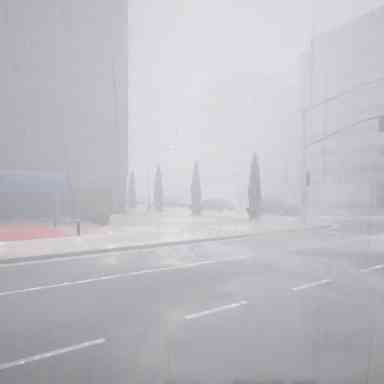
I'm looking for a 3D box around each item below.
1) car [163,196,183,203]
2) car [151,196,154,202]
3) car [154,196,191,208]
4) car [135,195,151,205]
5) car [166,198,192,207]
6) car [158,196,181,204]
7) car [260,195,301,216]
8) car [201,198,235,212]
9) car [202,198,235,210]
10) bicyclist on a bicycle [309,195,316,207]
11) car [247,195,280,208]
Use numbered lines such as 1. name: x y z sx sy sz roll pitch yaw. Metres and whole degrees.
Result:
1. car: -3.967 1.601 68.432 1.895 1.301 4.718 0 0 -35
2. car: -9.676 1.384 70.378 1.882 1.535 5.008 0 0 -35
3. car: -2.904 1.547 48.197 2.033 1.411 5.357 0 0 -35
4. car: -9.441 1.526 57.689 1.812 1.442 4.674 0 1 -34
5. car: -2.179 1.601 53.302 1.895 1.301 4.718 0 0 -35
6. car: -4.210 1.491 62.608 2.128 1.511 4.902 0 0 -34
7. car: 8.219 1.352 32.185 2.097 1.767 4.553 0 0 -35
8. car: 3.026 1.491 39.661 2.128 1.511 4.902 0 0 -35
9. car: 3.539 1.526 45.059 1.812 1.442 4.674 0 0 -35
10. bicyclist on a bicycle: 16.964 1.301 46.732 1.656 1.620 0.582 0 0 -35
11. car: 10.246 1.352 48.021 2.097 1.767 4.553 0 0 -35
